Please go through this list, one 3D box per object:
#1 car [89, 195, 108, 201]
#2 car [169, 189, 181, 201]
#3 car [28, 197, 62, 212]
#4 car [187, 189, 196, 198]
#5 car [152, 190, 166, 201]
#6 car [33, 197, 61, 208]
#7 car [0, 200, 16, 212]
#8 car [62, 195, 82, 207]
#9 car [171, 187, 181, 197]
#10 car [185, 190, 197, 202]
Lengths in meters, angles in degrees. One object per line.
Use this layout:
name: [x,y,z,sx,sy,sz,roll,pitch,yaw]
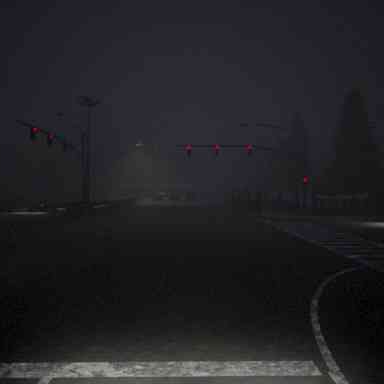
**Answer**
car: [-17.612,1.280,63.715,2.033,1.411,5.357,0,3,0]
car: [-3.516,0.832,68.423,2.097,1.767,4.553,0,4,0]
car: [-17.602,1.526,39.461,1.812,1.442,4.674,0,0,0]
car: [-0.166,0.296,77.430,2.033,1.411,5.357,0,7,0]
car: [-7.018,1.033,68.602,1.994,1.385,4.181,0,4,0]
car: [-21.109,1.478,48.686,1.882,1.535,5.008,0,0,0]
car: [-21.102,1.547,35.901,2.033,1.411,5.357,0,0,0]
car: [-17.612,1.526,48.400,1.812,1.442,4.674,0,0,0]
car: [-3.671,0.014,78.338,2.097,1.767,4.553,0,7,0]
car: [-0.108,0.788,67.005,2.150,2.045,5.566,0,3,0]
